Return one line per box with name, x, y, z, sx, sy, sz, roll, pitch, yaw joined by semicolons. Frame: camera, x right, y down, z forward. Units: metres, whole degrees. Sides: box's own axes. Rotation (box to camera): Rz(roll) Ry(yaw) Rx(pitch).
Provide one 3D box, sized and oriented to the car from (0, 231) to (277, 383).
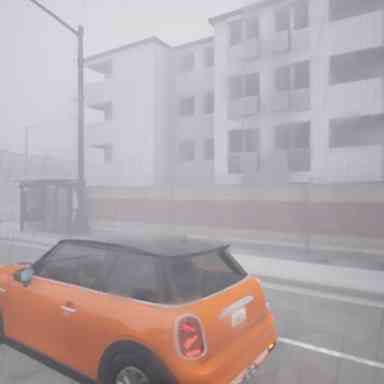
car;-1.227;1.357;4.796;4.553;1.767;2.097;0;0;36
